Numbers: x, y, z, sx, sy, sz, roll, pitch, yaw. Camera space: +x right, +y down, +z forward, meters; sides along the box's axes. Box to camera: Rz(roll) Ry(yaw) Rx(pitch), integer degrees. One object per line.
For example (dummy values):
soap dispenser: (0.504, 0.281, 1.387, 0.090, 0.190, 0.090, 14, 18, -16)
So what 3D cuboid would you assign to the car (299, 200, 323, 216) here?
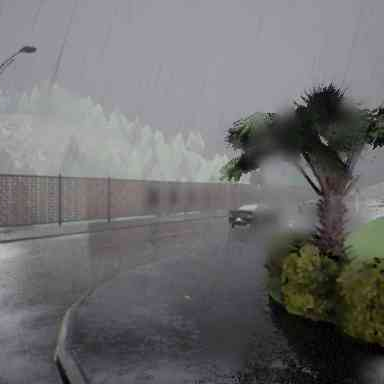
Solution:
car: (11.801, 1.484, 32.009, 2.128, 1.511, 4.902, 0, 0, 35)

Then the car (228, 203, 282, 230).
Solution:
car: (4.208, 1.470, 21.469, 1.882, 1.535, 5.008, 0, 0, 36)
